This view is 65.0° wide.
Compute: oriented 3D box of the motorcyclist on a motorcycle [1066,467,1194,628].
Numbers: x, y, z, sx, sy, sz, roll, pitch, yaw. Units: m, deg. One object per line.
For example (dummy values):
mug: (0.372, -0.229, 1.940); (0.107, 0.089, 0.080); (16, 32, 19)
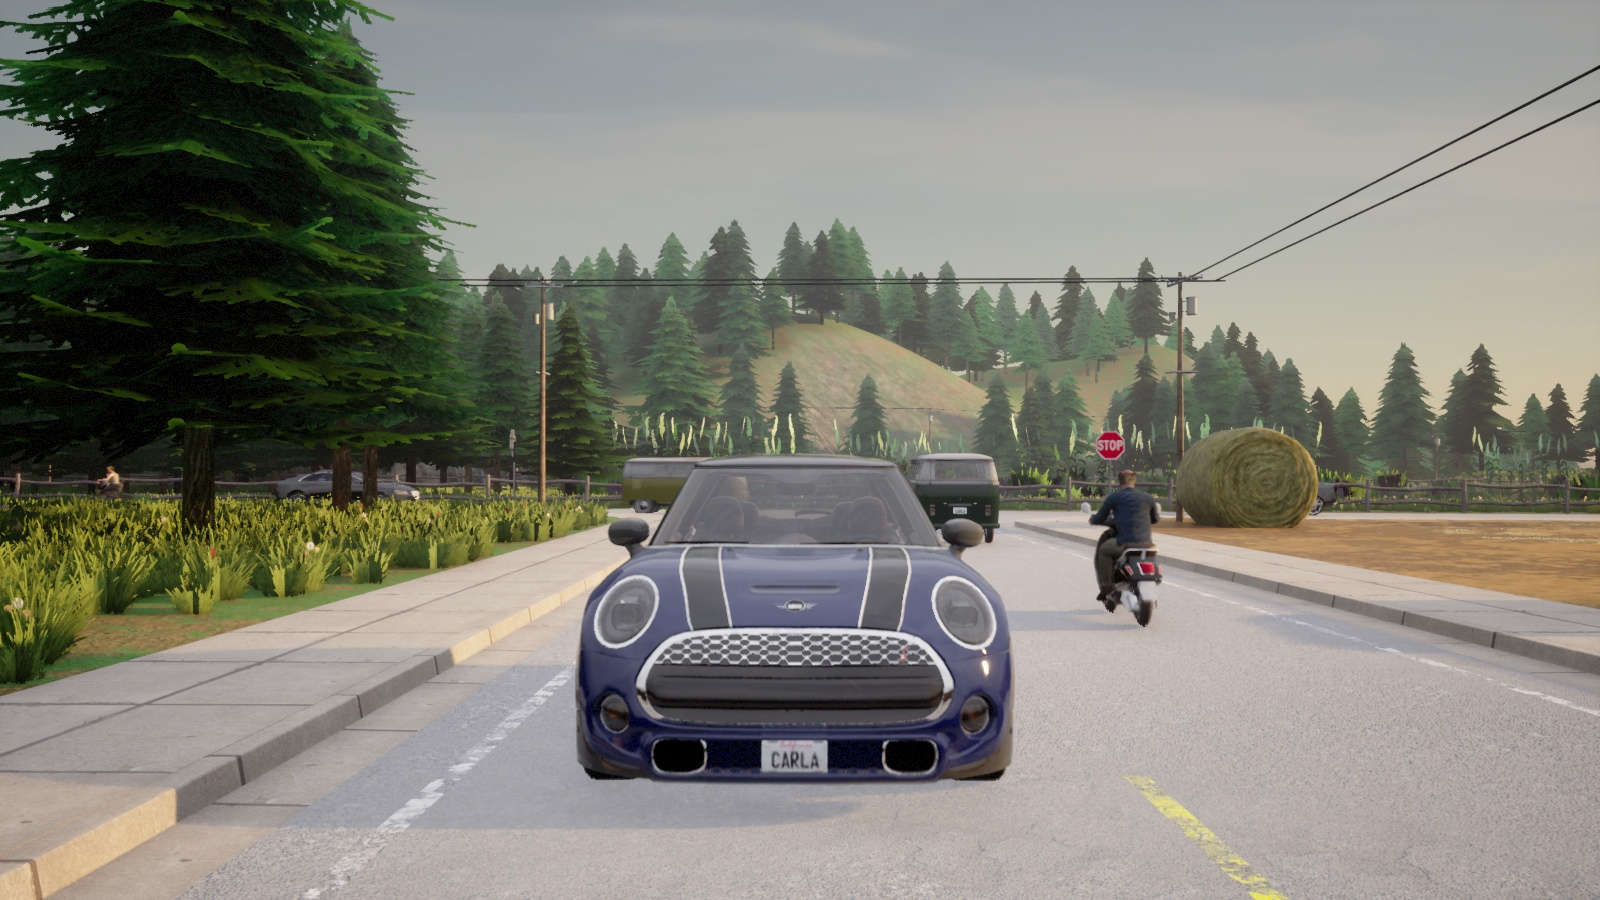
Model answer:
motorcyclist on a motorcycle: (3.465, 0.978, 13.363); (0.866, 1.590, 1.817); (0, -1, 0)

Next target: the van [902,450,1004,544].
van: (3.424, 1.038, 28.899); (1.775, 1.987, 4.442); (0, -1, 0)

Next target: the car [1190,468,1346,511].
car: (17.010, 1.436, 45.842); (4.902, 1.511, 2.128); (0, -1, 3)

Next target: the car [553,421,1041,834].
car: (-0.021, 0.803, 7.687); (2.097, 1.767, 4.553); (0, -1, 0)

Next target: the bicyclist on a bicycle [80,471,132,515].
bicyclist on a bicycle: (-26.318, 1.624, 47.647); (1.509, 1.612, 0.866); (0, -1, 1)

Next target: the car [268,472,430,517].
car: (-15.686, 1.533, 43.838); (4.902, 1.511, 2.128); (0, -1, 2)

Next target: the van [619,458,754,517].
van: (-3.884, 1.278, 43.303); (4.442, 1.987, 1.775); (0, -1, 3)
